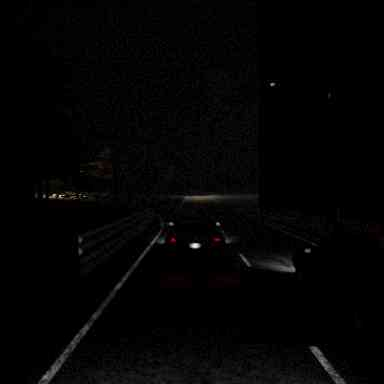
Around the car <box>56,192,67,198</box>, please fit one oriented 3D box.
[{"bbox_3d":[-34.027,0.750,86.820,2.128,1.511,4.902,0,1,-39],"label":"car"}]

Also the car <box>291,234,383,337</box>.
[{"bbox_3d":[3.566,1.548,6.561,2.033,1.411,5.357,0,0,0],"label":"car"}]

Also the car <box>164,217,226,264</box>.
[{"bbox_3d":[0.091,1.565,11.856,1.994,1.385,4.181,0,0,0],"label":"car"}]

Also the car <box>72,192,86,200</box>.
[{"bbox_3d":[-26.886,0.873,79.430,4.553,1.767,2.097,1,1,44],"label":"car"}]
